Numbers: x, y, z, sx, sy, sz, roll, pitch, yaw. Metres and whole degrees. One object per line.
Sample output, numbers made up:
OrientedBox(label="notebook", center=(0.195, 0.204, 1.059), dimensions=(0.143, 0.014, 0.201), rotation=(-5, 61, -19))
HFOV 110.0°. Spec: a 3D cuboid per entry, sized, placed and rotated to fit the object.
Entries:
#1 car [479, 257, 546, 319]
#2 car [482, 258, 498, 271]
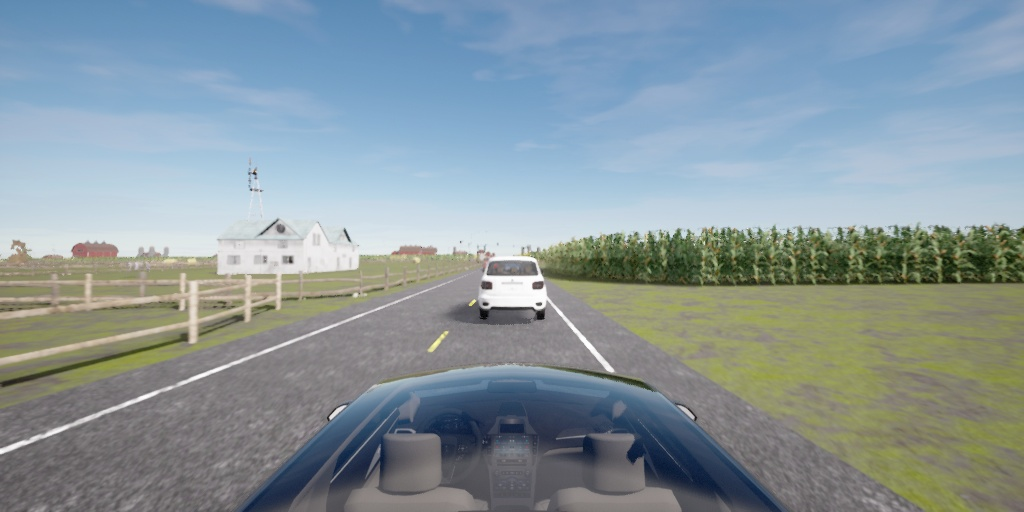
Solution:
OrientedBox(label="car", center=(0.033, 1.047, 13.311), dimensions=(2.150, 2.045, 5.566), rotation=(0, 0, 1))
OrientedBox(label="car", center=(-3.576, 1.284, 58.723), dimensions=(2.150, 2.045, 5.566), rotation=(0, 0, 1))
